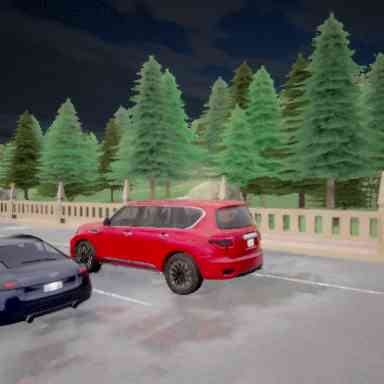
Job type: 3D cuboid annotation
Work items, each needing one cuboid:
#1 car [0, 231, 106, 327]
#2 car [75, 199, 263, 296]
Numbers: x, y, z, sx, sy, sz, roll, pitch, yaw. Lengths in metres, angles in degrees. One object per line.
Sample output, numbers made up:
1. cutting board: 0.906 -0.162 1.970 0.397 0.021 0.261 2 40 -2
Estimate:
1. car: -3.971 1.561 6.781 4.181 1.385 1.994 0 0 36
2. car: -0.885 1.215 8.895 5.566 2.045 2.150 0 0 35
